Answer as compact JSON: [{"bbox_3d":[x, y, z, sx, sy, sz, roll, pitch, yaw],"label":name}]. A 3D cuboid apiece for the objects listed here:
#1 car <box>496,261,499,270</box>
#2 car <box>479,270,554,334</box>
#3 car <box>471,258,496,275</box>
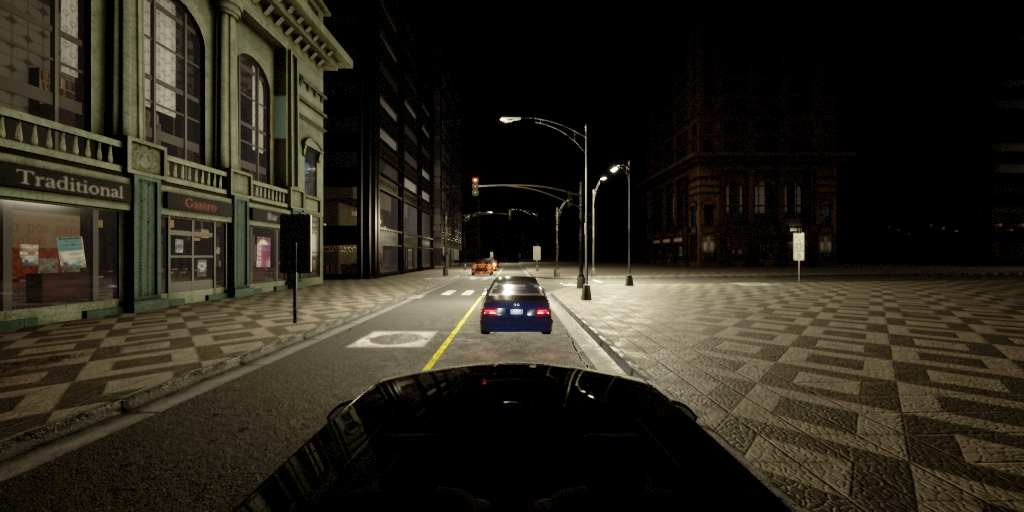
[{"bbox_3d":[-3.113,1.106,47.903,2.097,1.767,4.553,0,0,0],"label":"car"},{"bbox_3d":[0.096,1.297,10.547,2.033,1.411,5.357,0,0,0],"label":"car"},{"bbox_3d":[-3.089,1.103,38.160,2.097,1.767,4.553,0,0,-1],"label":"car"}]
